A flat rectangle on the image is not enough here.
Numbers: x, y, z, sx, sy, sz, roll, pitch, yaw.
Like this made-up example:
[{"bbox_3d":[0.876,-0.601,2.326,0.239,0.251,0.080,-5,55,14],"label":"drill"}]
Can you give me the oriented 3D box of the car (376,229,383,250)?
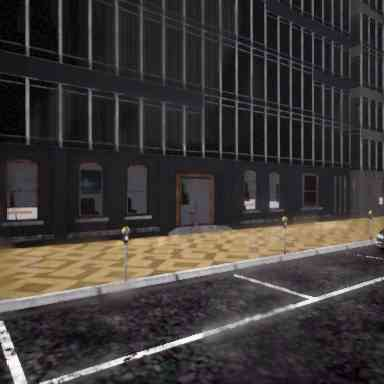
[{"bbox_3d":[8.819,1.541,12.851,4.403,1.369,2.008,0,0,-36],"label":"car"}]
